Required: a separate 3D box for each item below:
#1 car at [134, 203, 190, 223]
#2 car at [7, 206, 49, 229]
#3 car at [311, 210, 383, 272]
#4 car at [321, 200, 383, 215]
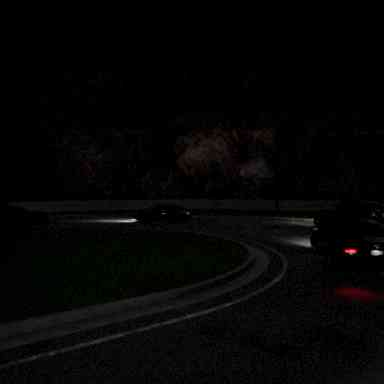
[{"bbox_3d":[-2.238,1.536,25.011,4.181,1.385,1.994,0,0,14],"label":"car"},{"bbox_3d":[-11.480,1.541,19.725,5.357,1.411,2.033,0,0,-41],"label":"car"},{"bbox_3d":[5.063,1.526,10.546,2.033,1.411,5.357,0,0,13],"label":"car"},{"bbox_3d":[9.647,1.311,20.171,2.097,1.767,4.553,0,0,-25],"label":"car"}]
